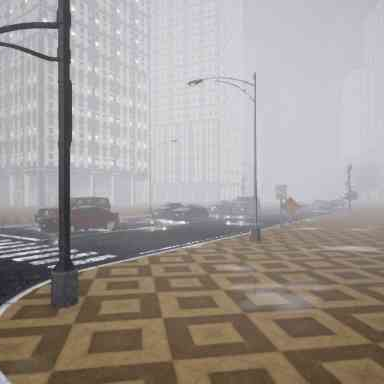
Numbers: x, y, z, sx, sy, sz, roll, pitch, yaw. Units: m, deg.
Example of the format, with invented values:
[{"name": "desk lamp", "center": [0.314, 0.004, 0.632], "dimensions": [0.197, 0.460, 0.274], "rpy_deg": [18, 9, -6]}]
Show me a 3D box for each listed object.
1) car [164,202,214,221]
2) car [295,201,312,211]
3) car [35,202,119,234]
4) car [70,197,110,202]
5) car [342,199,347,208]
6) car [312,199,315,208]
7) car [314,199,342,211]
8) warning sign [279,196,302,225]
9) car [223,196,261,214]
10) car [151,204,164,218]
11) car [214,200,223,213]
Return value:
[{"name": "car", "center": [-0.160, 1.751, 29.538], "dimensions": [1.994, 1.385, 4.181], "rpy_deg": [0, -1, 34]}, {"name": "car", "center": [14.432, 1.902, 45.065], "dimensions": [1.895, 1.301, 4.718], "rpy_deg": [0, -1, 33]}, {"name": "car", "center": [-6.617, 1.589, 20.023], "dimensions": [1.882, 1.535, 5.008], "rpy_deg": [0, -1, 33]}, {"name": "car", "center": [-8.156, 1.364, 23.607], "dimensions": [2.150, 2.045, 5.566], "rpy_deg": [0, -1, 34]}, {"name": "car", "center": [24.205, 1.839, 54.742], "dimensions": [1.882, 1.535, 5.008], "rpy_deg": [0, 0, 31]}, {"name": "car", "center": [21.481, 1.903, 56.519], "dimensions": [1.812, 1.442, 4.674], "rpy_deg": [0, 0, 31]}, {"name": "car", "center": [18.802, 1.852, 45.893], "dimensions": [2.033, 1.411, 5.357], "rpy_deg": [0, 0, 31]}, {"name": "warning sign", "center": [6.811, 1.251, 22.975], "dimensions": [1.300, 1.860, 1.060], "rpy_deg": [0, 0, 34]}, {"name": "car", "center": [6.160, 1.479, 38.800], "dimensions": [2.150, 2.045, 5.566], "rpy_deg": [0, -1, 34]}, {"name": "car", "center": [-2.029, 1.736, 32.556], "dimensions": [1.812, 1.442, 4.674], "rpy_deg": [0, -1, 34]}, {"name": "car", "center": [3.856, 1.768, 41.193], "dimensions": [2.128, 1.511, 4.902], "rpy_deg": [0, -1, 34]}]
